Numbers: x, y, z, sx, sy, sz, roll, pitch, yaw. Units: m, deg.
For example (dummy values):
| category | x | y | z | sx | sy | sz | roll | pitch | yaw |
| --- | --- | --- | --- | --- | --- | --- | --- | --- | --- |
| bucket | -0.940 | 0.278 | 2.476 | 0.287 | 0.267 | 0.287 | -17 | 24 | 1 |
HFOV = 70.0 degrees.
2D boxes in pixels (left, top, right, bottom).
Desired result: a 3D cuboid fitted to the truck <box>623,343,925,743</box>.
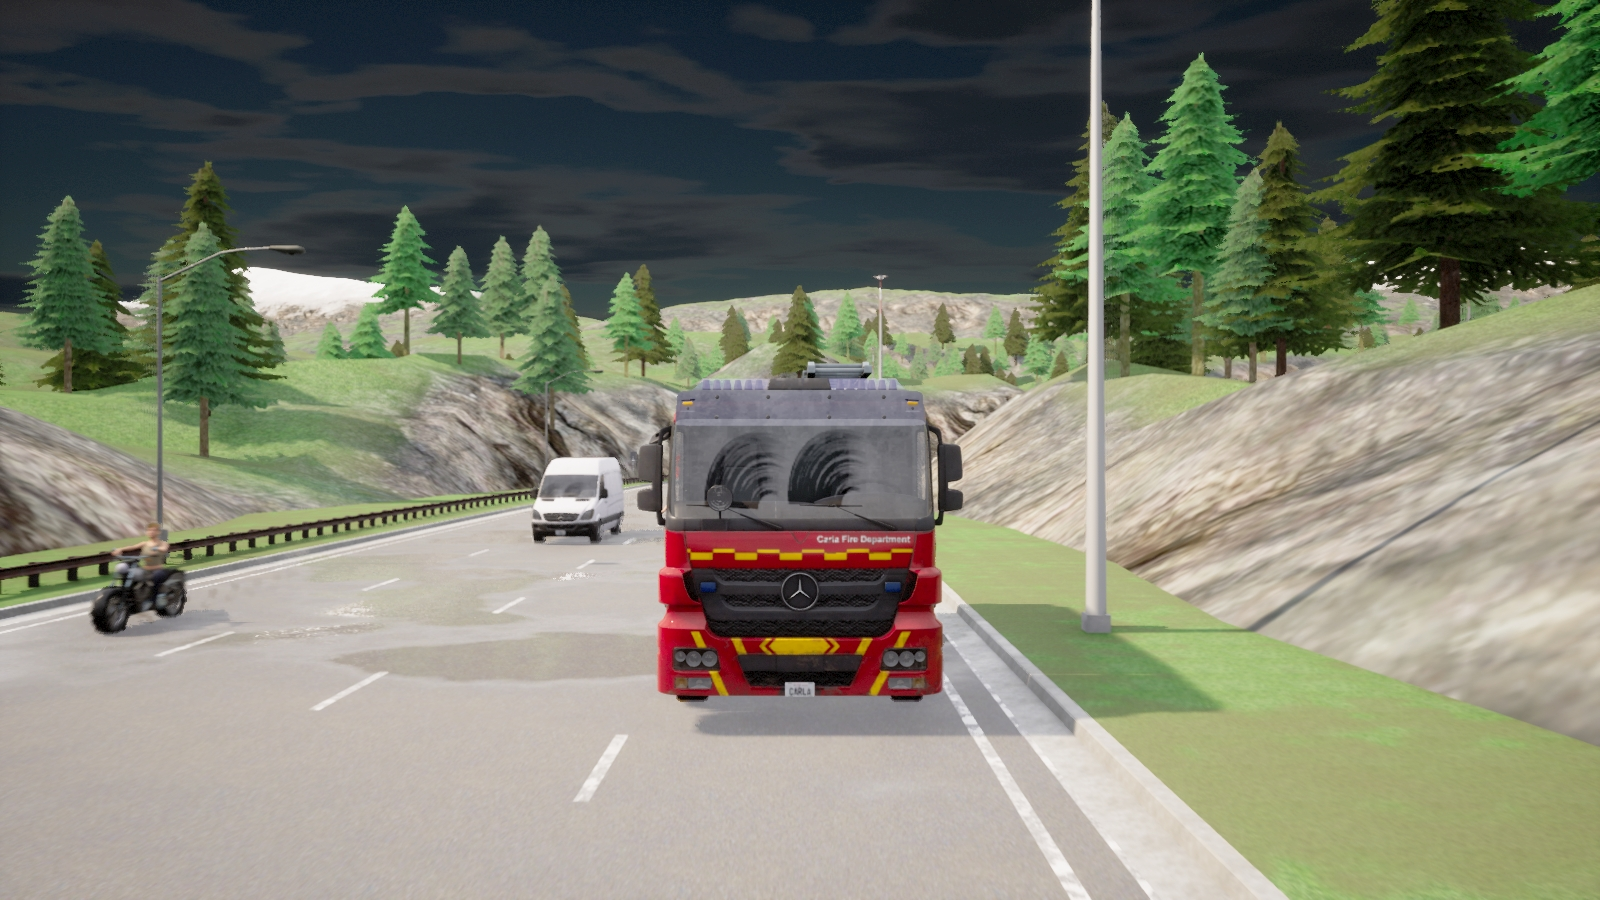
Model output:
| category | x | y | z | sx | sy | sz | roll | pitch | yaw |
| --- | --- | --- | --- | --- | --- | --- | --- | --- | --- |
| truck | -0.250 | 0.890 | 15.157 | 2.891 | 3.827 | 8.468 | 0 | 0 | 0 |

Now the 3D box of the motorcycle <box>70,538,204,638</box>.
| category | x | y | z | sx | sy | sz | roll | pitch | yaw |
| --- | --- | --- | --- | --- | --- | --- | --- | --- | --- |
| motorcycle | -10.513 | 2.155 | 18.229 | 0.764 | 1.307 | 2.356 | 0 | 0 | 0 |

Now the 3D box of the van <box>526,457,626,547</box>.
| category | x | y | z | sx | sy | sz | roll | pitch | yaw |
| --- | --- | --- | --- | --- | --- | --- | --- | --- | --- |
| van | -6.983 | 1.534 | 36.212 | 1.988 | 2.561 | 5.915 | 0 | 0 | 0 |
